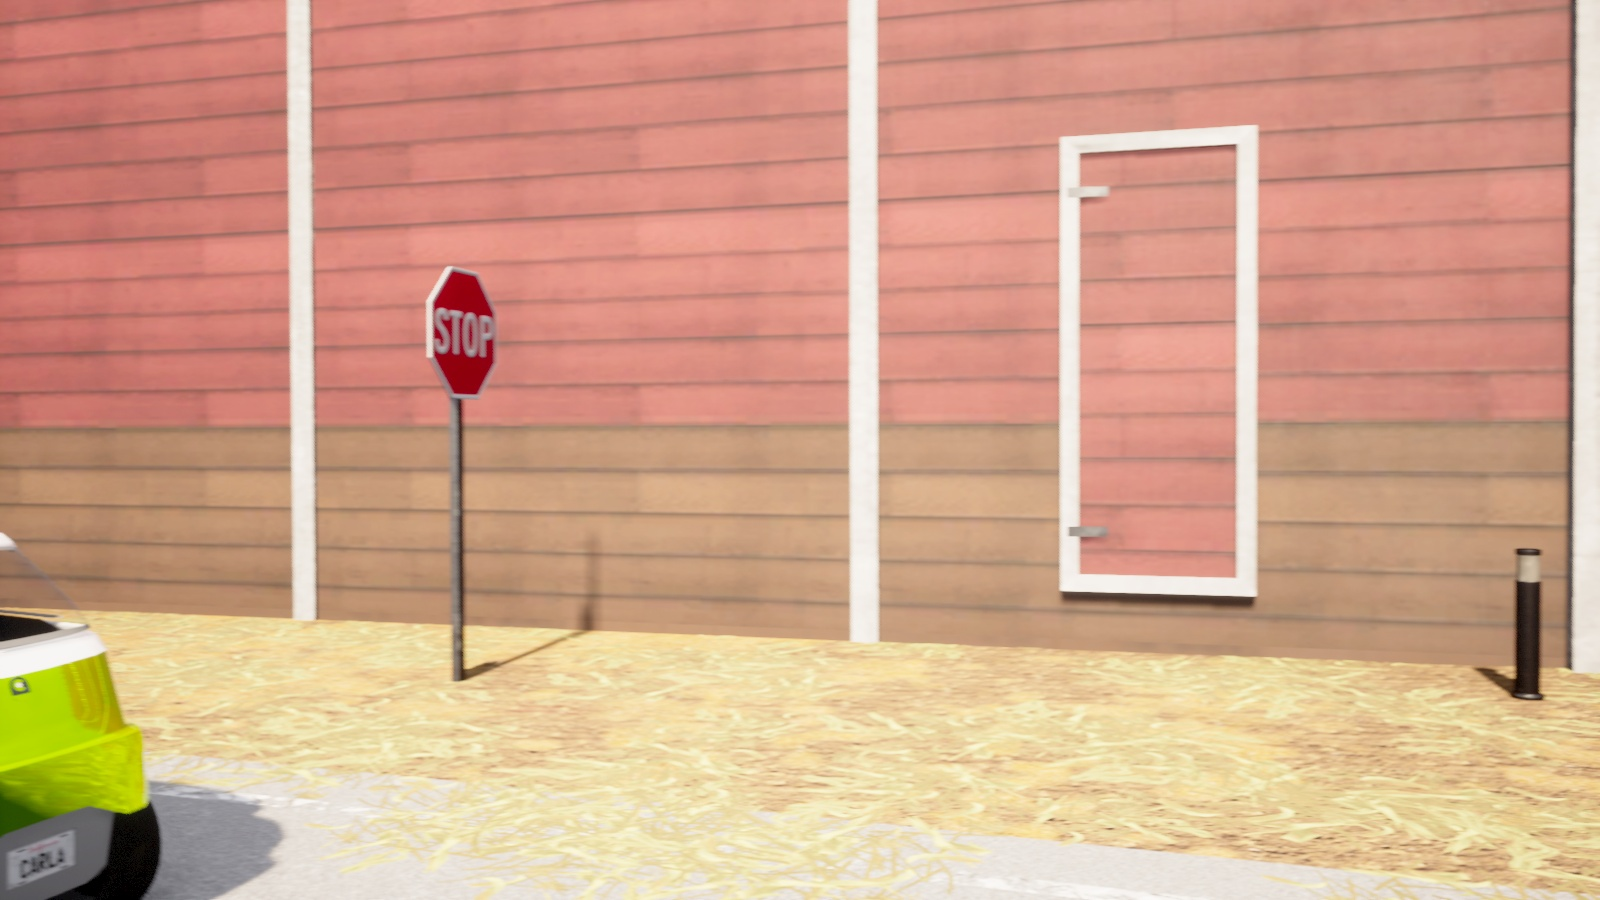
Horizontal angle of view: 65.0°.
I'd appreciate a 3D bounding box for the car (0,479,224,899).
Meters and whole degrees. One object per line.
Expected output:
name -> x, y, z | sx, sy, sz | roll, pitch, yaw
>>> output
car -> -3.268, 0.804, 3.967 | 2.207, 1.376, 1.481 | 1, 1, 18
